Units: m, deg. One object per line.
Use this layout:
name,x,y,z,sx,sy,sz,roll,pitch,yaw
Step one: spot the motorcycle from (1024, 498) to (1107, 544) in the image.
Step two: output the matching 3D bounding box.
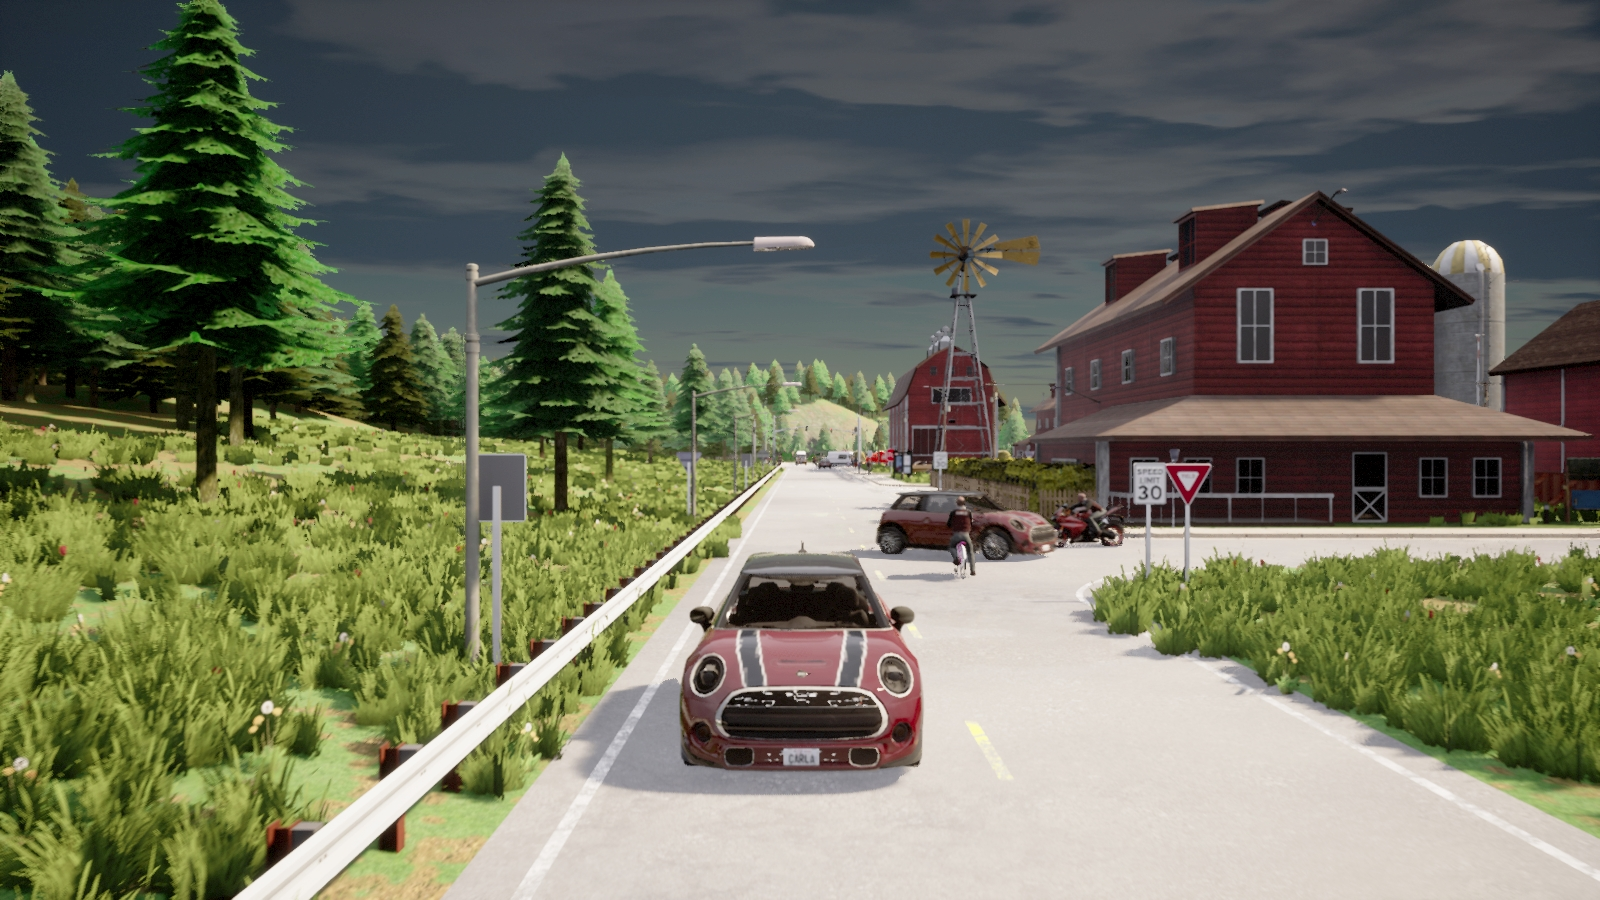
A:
motorcycle,7.794,2.084,33.612,2.209,1.251,0.867,-1,1,-4

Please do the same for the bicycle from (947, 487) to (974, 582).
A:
bicycle,3.502,1.814,25.011,0.329,1.919,1.835,0,0,0

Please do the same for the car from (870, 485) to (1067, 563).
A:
car,4.301,1.831,29.426,4.553,1.767,2.097,-1,0,37

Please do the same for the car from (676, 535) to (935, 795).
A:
car,0.052,1.907,11.505,2.097,1.767,4.553,0,0,0
